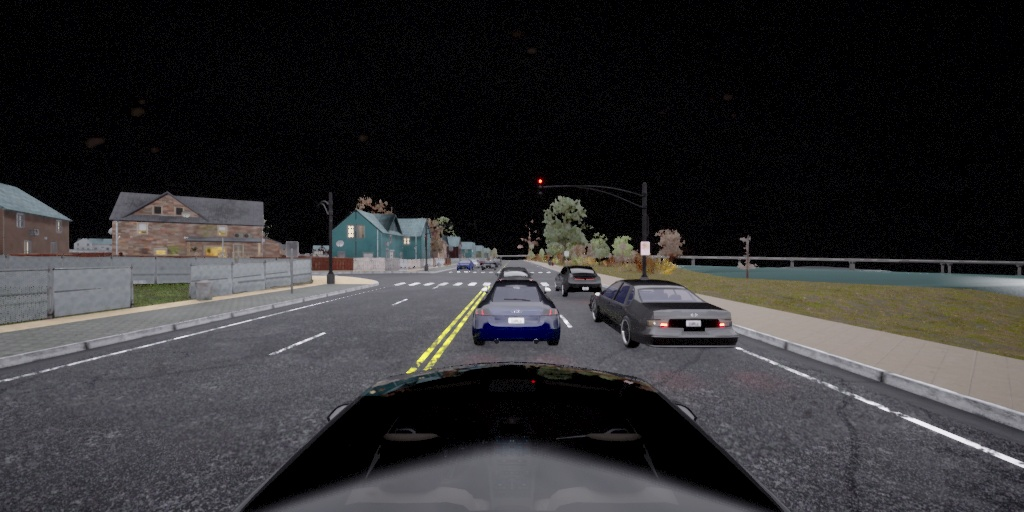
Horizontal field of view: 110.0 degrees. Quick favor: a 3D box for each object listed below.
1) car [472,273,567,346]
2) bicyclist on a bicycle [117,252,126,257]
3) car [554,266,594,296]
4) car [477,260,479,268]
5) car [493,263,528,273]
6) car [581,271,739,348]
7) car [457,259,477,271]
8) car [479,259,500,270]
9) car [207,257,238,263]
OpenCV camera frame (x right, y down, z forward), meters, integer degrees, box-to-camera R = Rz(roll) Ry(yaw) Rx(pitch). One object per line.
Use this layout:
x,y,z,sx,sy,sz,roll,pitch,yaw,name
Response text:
0.108,1.314,9.472,1.994,1.385,4.181,0,0,0,car
-29.572,0.544,27.137,0.582,1.620,1.656,1,0,-35,bicyclist on a bicycle
3.380,1.256,18.906,1.837,1.490,4.892,0,0,0,car
-6.479,1.316,59.776,1.812,1.442,4.674,0,0,0,car
0.113,1.277,18.214,1.812,1.442,4.674,0,0,-2,car
3.365,1.297,9.160,2.033,1.411,5.357,0,0,0,car
-6.508,1.255,50.347,1.882,1.535,5.008,0,0,1,car
-3.247,1.343,51.605,1.994,1.385,4.181,0,0,1,car
-20.985,0.850,26.033,4.902,1.511,2.128,1,-1,-35,car
